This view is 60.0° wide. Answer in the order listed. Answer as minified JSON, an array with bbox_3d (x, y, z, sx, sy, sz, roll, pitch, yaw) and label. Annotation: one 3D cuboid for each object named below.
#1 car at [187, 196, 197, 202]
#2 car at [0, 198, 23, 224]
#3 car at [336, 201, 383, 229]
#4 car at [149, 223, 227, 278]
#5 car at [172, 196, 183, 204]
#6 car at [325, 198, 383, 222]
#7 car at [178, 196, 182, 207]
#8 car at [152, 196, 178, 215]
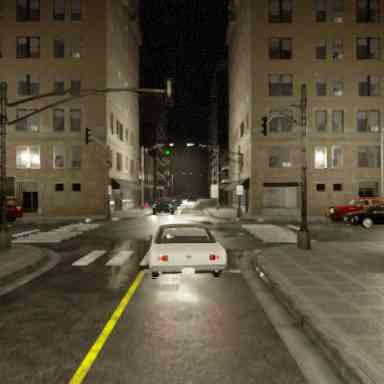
[{"bbox_3d":[-0.004,1.561,75.956,2.128,1.511,4.902,0,0,0],"label":"car"},{"bbox_3d":[-14.790,1.329,23.832,5.009,1.841,2.192,0,0,0],"label":"car"},{"bbox_3d":[12.235,1.504,21.301,4.892,1.490,1.837,0,0,0],"label":"car"},{"bbox_3d":[-0.309,1.598,10.145,1.895,1.301,4.718,0,0,-6],"label":"car"},{"bbox_3d":[-2.752,1.549,63.245,1.812,1.442,4.674,0,0,0],"label":"car"},{"bbox_3d":[12.266,1.323,23.838,5.009,1.841,2.192,0,0,0],"label":"car"},{"bbox_3d":[-2.832,1.500,43.488,2.128,1.511,4.902,0,0,0],"label":"car"},{"bbox_3d":[-2.845,1.356,34.278,2.097,1.767,4.553,0,0,0],"label":"car"}]
